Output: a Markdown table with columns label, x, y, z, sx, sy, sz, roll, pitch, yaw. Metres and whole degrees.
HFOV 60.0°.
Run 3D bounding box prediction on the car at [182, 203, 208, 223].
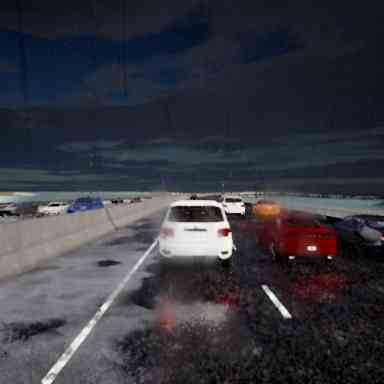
| label | x | y | z | sx | sy | sz | roll | pitch | yaw |
| --- | --- | --- | --- | --- | --- | --- | --- | --- | --- |
| car | 0.258 | 1.742 | 28.614 | 2.033 | 1.411 | 5.357 | 0 | 0 | 1 |

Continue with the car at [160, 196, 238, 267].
| label | x | y | z | sx | sy | sz | roll | pitch | yaw |
| --- | --- | --- | --- | --- | --- | --- | --- | --- | --- |
| car | 0.125 | 1.306 | 11.869 | 2.150 | 2.045 | 5.566 | 0 | 0 | 0 |

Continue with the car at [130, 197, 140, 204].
| label | x | y | z | sx | sy | sz | roll | pitch | yaw |
| --- | --- | --- | --- | --- | --- | --- | --- | --- | --- |
| car | -12.920 | 1.875 | 76.540 | 1.882 | 1.535 | 5.008 | 0 | 0 | 2 |

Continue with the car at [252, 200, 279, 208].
| label | x | y | z | sx | sy | sz | roll | pitch | yaw |
| --- | --- | --- | --- | --- | --- | --- | --- | --- | --- |
| car | 7.317 | 1.577 | 33.365 | 2.097 | 1.767 | 4.553 | 0 | 0 | 1 |

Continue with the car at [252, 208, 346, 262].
| label | x | y | z | sx | sy | sz | roll | pitch | yaw |
| --- | --- | --- | --- | --- | --- | --- | --- | --- | --- |
| car | 3.628 | 1.565 | 12.475 | 1.882 | 1.535 | 5.008 | 0 | 0 | 0 |

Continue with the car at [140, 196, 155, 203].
| label | x | y | z | sx | sy | sz | roll | pitch | yaw |
| --- | --- | --- | --- | --- | --- | --- | --- | --- | --- |
| car | -9.503 | 1.780 | 73.416 | 2.097 | 1.767 | 4.553 | 0 | 0 | 1 |

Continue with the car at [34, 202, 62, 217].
| label | x | y | z | sx | sy | sz | roll | pitch | yaw |
| --- | --- | --- | --- | --- | --- | --- | --- | --- | --- |
| car | -13.871 | 1.755 | 34.046 | 1.812 | 1.442 | 4.674 | 0 | 0 | 1 |

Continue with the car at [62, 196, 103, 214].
| label | x | y | z | sx | sy | sz | roll | pitch | yaw |
| --- | --- | --- | --- | --- | --- | --- | --- | --- | --- |
| car | -10.390 | 1.443 | 32.757 | 2.150 | 2.045 | 5.566 | 0 | 0 | 1 |

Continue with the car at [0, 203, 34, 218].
| label | x | y | z | sx | sy | sz | roll | pitch | yaw |
| --- | --- | --- | --- | --- | --- | --- | --- | --- | --- |
| car | -17.381 | 1.774 | 33.626 | 2.033 | 1.411 | 5.357 | 0 | 0 | 1 |

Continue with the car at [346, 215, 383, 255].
| label | x | y | z | sx | sy | sz | roll | pitch | yaw |
| --- | --- | --- | --- | --- | --- | --- | --- | --- | --- |
| car | 7.138 | 1.643 | 13.668 | 2.033 | 1.411 | 5.357 | 0 | 0 | 0 |

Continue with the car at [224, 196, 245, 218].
| label | x | y | z | sx | sy | sz | roll | pitch | yaw |
| --- | --- | --- | --- | --- | --- | --- | --- | --- | --- |
| car | 3.808 | 1.443 | 32.726 | 2.150 | 2.045 | 5.566 | 0 | 0 | 1 |

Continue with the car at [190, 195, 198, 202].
| label | x | y | z | sx | sy | sz | roll | pitch | yaw |
| --- | --- | --- | --- | --- | --- | --- | --- | --- | --- |
| car | 0.585 | 1.788 | 94.146 | 2.150 | 2.045 | 5.566 | 0 | 0 | 2 |

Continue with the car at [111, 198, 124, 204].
| label | x | y | z | sx | sy | sz | roll | pitch | yaw |
| --- | --- | --- | --- | --- | --- | --- | --- | --- | --- |
| car | -16.502 | 2.021 | 73.553 | 1.895 | 1.301 | 4.718 | 0 | 0 | 1 |
